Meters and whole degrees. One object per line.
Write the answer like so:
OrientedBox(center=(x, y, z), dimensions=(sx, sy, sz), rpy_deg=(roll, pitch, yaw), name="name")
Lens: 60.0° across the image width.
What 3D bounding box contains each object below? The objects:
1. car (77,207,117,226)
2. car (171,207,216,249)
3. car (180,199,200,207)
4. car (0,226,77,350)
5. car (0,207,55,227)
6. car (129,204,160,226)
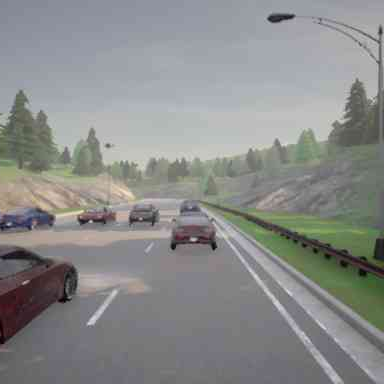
OrientedBox(center=(-6.996, 1.762, 25.132), dimensions=(1.895, 1.301, 4.718), rpy_deg=(0, 0, -1), name="car")
OrientedBox(center=(0.068, 1.614, 14.903), dimensions=(1.812, 1.442, 4.674), rpy_deg=(0, 0, 0), name="car")
OrientedBox(center=(-0.219, 1.556, 34.561), dimensions=(2.097, 1.767, 4.553), rpy_deg=(0, 0, -2), name="car")
OrientedBox(center=(-3.421, 1.564, 5.382), dimensions=(1.812, 1.442, 4.674), rpy_deg=(0, 0, 0), name="car")
OrientedBox(center=(-10.461, 1.670, 21.384), dimensions=(1.812, 1.442, 4.674), rpy_deg=(0, 0, 0), name="car")
OrientedBox(center=(-3.496, 1.646, 24.907), dimensions=(2.128, 1.511, 4.902), rpy_deg=(0, 0, -1), name="car")
